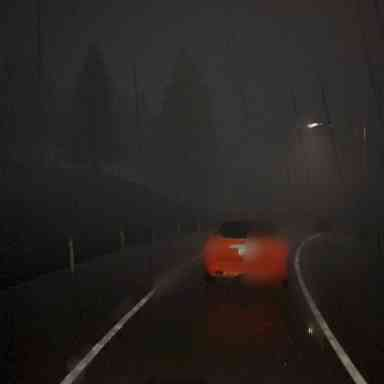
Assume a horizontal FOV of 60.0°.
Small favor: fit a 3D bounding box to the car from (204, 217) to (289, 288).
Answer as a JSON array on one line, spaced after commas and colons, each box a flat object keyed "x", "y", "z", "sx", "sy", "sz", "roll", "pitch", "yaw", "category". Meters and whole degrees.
[{"x": 1.753, "y": 1.517, "z": 10.076, "sx": 2.097, "sy": 1.767, "sz": 4.553, "roll": 1, "pitch": -1, "yaw": 13, "category": "car"}]

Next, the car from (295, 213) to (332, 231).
[{"x": 10.522, "y": 2.565, "z": 28.688, "sx": 2.033, "sy": 1.411, "sz": 5.357, "roll": 1, "pitch": -2, "yaw": 36, "category": "car"}]
